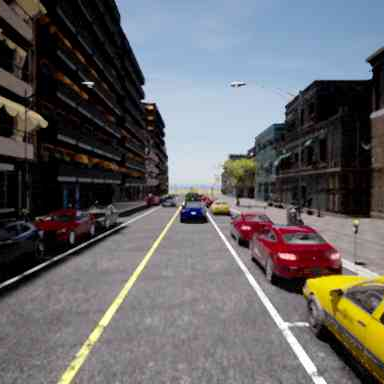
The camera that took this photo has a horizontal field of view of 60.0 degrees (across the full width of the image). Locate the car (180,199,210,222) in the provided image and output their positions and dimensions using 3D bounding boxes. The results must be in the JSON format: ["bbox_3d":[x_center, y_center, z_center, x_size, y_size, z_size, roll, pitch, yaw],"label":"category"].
[{"bbox_3d":[0.097,1.457,25.592,1.994,1.385,4.181,0,0,0],"label":"car"}]

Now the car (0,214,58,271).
[{"bbox_3d":[-5.700,1.526,9.309,1.947,1.339,4.313,-1,0,0],"label":"car"}]

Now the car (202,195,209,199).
[{"bbox_3d":[2.674,1.366,43.346,1.887,1.381,4.507,-1,0,0],"label":"car"}]

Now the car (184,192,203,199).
[{"bbox_3d":[0.093,1.032,46.127,2.150,2.045,5.566,0,0,0],"label":"car"}]

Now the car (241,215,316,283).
[{"bbox_3d":[2.680,1.542,9.282,1.802,1.307,4.206,-1,0,0],"label":"car"}]

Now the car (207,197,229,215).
[{"bbox_3d":[2.676,1.392,32.161,1.752,1.417,4.829,-1,0,0],"label":"car"}]

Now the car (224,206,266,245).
[{"bbox_3d":[2.679,1.519,14.960,1.802,1.307,4.206,-1,0,0],"label":"car"}]

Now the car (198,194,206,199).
[{"bbox_3d":[2.666,1.209,88.765,1.947,1.339,4.313,-1,0,0],"label":"car"}]

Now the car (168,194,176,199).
[{"bbox_3d":[-5.716,1.187,94.470,1.947,1.339,4.313,-1,0,0],"label":"car"}]

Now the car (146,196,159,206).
[{"bbox_3d":[-5.708,1.343,49.051,1.887,1.381,4.507,-1,0,0],"label":"car"}]

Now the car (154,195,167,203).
[{"bbox_3d":[-5.709,1.319,60.406,1.947,1.339,4.313,-1,0,0],"label":"car"}]

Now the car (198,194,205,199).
[{"bbox_3d":[2.665,1.172,94.442,2.008,1.369,4.403,-1,0,0],"label":"car"}]

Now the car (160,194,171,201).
[{"bbox_3d":[-5.712,1.260,71.760,2.008,1.369,4.403,-1,0,0],"label":"car"}]

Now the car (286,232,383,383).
[{"bbox_3d":[2.681,1.509,3.775,1.752,1.417,4.829,-1,0,0],"label":"car"}]

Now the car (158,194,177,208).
[{"bbox_3d":[-3.043,1.341,44.719,1.812,1.442,4.674,0,0,1],"label":"car"}]

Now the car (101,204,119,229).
[{"bbox_3d":[-5.702,1.464,20.664,2.008,1.369,4.403,-1,0,0],"label":"car"}]

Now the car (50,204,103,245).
[{"bbox_3d":[-5.701,1.481,14.986,1.887,1.381,4.507,-1,0,0],"label":"car"}]
